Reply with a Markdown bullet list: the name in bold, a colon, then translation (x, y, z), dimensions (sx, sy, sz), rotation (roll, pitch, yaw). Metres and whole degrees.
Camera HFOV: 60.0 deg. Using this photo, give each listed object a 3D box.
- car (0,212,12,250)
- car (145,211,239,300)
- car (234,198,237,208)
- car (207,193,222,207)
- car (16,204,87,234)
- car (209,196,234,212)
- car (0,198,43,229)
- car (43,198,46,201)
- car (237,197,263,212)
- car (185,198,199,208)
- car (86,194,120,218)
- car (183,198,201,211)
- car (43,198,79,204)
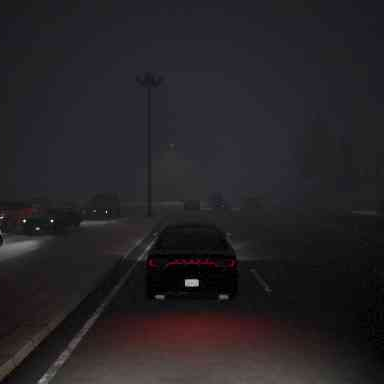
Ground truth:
- **car**: translation (-8.082, 1.564, 10.814), dimensions (1.994, 1.385, 4.181), rotation (0, 0, 0)
- **car**: translation (-0.004, 1.478, 8.439), dimensions (1.882, 1.535, 5.008), rotation (0, 0, 0)
- **car**: translation (6.979, 1.547, 49.473), dimensions (2.033, 1.411, 5.357), rotation (0, 0, 0)
- **car**: translation (3.479, 1.221, 49.501), dimensions (2.150, 2.045, 5.566), rotation (0, 0, 0)
- **car**: translation (-8.037, 1.601, 19.571), dimensions (1.895, 1.301, 4.718), rotation (0, 0, 1)
- **car**: translation (3.484, 1.564, 39.467), dimensions (1.994, 1.385, 4.181), rotation (0, 0, 0)
- **car**: translation (-11.526, 1.352, 20.659), dimensions (2.097, 1.767, 4.553), rotation (0, 0, 0)
- **car**: translation (-15.013, 1.352, 31.494), dimensions (2.097, 1.767, 4.553), rotation (0, 0, 0)
- **car**: translation (6.984, 1.352, 39.439), dimensions (2.097, 1.767, 4.553), rotation (0, 0, 0)
- **car**: translation (-0.021, 1.601, 49.500), dimensions (1.895, 1.301, 4.718), rotation (0, 0, 0)
- **car**: translation (-8.013, 1.221, 30.142), dimensions (2.150, 2.045, 5.566), rotation (0, 0, 0)
- **car**: translation (-0.016, 1.492, 39.049), dimensions (2.128, 1.511, 4.902), rotation (0, 0, 0)
- **car**: translation (-11.513, 1.526, 30.579), dimensions (1.812, 1.442, 4.674), rotation (0, 0, 0)
